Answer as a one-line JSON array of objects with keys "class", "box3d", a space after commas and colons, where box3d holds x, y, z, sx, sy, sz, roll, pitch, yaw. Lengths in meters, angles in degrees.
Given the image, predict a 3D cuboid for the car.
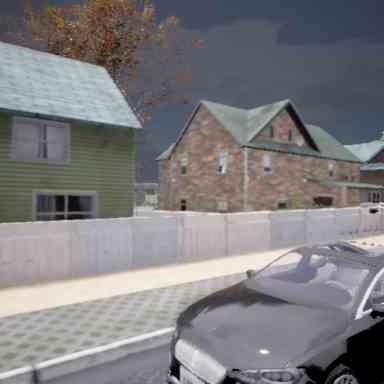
[{"class": "car", "box3d": [1.992, 1.511, 4.490, 4.902, 1.511, 2.128, 0, 0, -35]}]
